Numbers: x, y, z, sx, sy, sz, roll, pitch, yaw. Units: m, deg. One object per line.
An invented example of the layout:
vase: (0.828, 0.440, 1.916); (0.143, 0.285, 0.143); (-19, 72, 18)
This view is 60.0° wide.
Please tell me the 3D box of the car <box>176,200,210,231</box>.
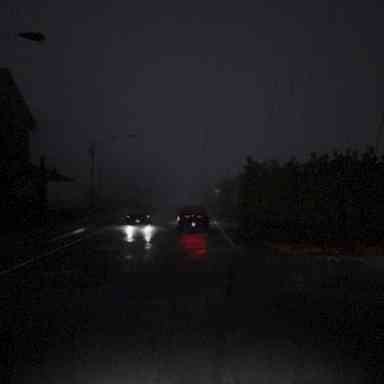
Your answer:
car: (0.077, 1.494, 20.474); (1.837, 1.490, 4.892); (0, 0, 0)

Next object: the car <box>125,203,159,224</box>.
car: (-3.567, 1.534, 24.663); (2.033, 1.411, 5.357); (0, 0, 0)

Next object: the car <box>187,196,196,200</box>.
car: (-0.087, 1.553, 75.814); (1.895, 1.301, 4.718); (0, 0, 0)
